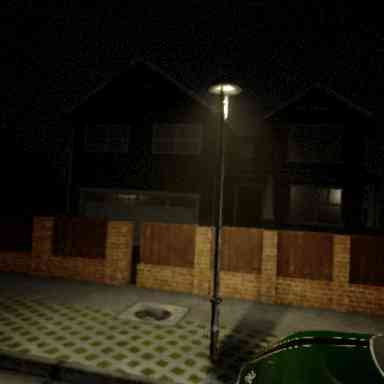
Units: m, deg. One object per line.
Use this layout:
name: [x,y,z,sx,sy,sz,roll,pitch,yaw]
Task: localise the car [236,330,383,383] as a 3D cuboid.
car: [2.416,1.544,2.015,4.553,1.767,2.097,2,-2,15]
